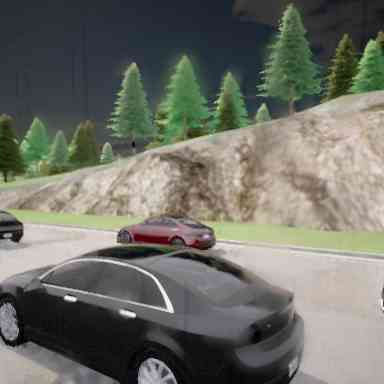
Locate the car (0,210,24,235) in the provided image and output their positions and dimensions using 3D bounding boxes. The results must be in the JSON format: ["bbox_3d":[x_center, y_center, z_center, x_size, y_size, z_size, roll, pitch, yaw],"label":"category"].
[{"bbox_3d":[-9.603,1.567,15.250,4.892,1.490,1.837,0,0,36],"label":"car"}]

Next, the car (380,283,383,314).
[{"bbox_3d":[5.420,1.519,4.613,4.892,1.490,1.837,0,0,33],"label":"car"}]

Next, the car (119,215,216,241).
[{"bbox_3d":[-1.101,1.614,13.452,4.181,1.385,1.994,0,0,35],"label":"car"}]

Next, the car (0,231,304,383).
[{"bbox_3d":[-0.959,1.523,4.771,4.892,1.490,1.837,0,0,35],"label":"car"}]
